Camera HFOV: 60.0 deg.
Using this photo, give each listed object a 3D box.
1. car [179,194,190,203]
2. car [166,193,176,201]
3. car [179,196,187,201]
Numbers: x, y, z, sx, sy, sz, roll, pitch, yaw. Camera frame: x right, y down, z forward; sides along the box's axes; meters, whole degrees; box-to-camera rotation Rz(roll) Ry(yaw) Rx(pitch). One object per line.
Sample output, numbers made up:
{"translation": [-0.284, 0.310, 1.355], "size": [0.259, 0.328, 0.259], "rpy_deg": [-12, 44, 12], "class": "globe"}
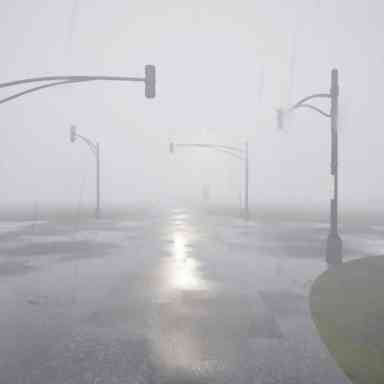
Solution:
{"translation": [-1.618, 1.367, 69.929], "size": [2.097, 1.767, 4.553], "rpy_deg": [0, 0, -3], "class": "car"}
{"translation": [-4.604, 0.995, 74.022], "size": [2.097, 1.767, 4.553], "rpy_deg": [0, 0, -3], "class": "car"}
{"translation": [-2.219, 1.539, 80.003], "size": [1.895, 1.301, 4.718], "rpy_deg": [0, 0, -4], "class": "car"}
